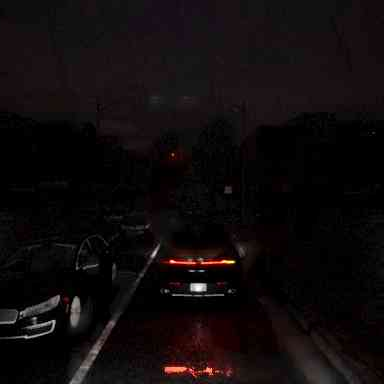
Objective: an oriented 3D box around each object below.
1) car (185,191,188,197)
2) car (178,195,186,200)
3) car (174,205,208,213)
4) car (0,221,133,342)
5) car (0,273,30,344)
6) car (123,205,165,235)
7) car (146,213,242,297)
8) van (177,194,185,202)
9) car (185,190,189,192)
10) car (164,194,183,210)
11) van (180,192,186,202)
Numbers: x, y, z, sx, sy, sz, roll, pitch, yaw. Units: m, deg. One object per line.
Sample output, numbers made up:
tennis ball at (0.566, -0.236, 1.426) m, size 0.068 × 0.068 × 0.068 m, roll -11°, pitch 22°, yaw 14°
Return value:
car at (-2.595, 1.318, 71.940) m, size 2.192 × 1.841 × 5.009 m, roll -1°, pitch 0°, yaw 0°
car at (-2.569, 1.442, 88.560) m, size 2.008 × 1.369 × 4.403 m, roll -1°, pitch 0°, yaw 0°
car at (0.147, 1.604, 18.652) m, size 1.895 × 1.301 × 4.718 m, roll 0°, pitch 0°, yaw 1°
car at (-2.653, 1.549, 6.568) m, size 2.008 × 1.369 × 4.403 m, roll -2°, pitch 0°, yaw 0°
car at (-2.658, 1.550, 1.120) m, size 2.008 × 1.369 × 4.403 m, roll -2°, pitch 0°, yaw 0°
car at (-2.642, 1.584, 17.463) m, size 1.802 × 1.307 × 4.206 m, roll -2°, pitch 0°, yaw 0°
car at (0.111, 1.503, 8.521) m, size 1.837 × 1.490 × 4.892 m, roll 0°, pitch 0°, yaw 0°
van at (-2.587, 1.313, 77.476) m, size 1.690 × 1.788 × 3.998 m, roll -1°, pitch 0°, yaw 0°
car at (-2.566, 1.145, 94.110) m, size 2.192 × 1.841 × 5.009 m, roll -1°, pitch 1°, yaw 0°
car at (-2.623, 1.489, 44.240) m, size 1.967 × 1.590 × 4.097 m, roll -2°, pitch 0°, yaw 0°
van at (-2.599, 1.369, 66.396) m, size 1.690 × 1.788 × 3.998 m, roll -1°, pitch 0°, yaw 0°
